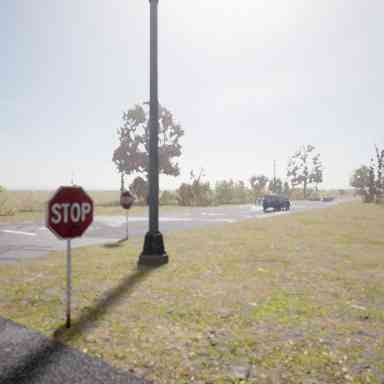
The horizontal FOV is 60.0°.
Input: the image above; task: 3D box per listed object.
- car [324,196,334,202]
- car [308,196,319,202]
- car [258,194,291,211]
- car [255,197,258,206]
[{"bbox_3d":[35.278,1.753,85.538,2.128,1.511,4.902,0,0,34],"label":"car"},{"bbox_3d":[31.707,1.695,86.592,1.882,1.535,5.008,0,0,34],"label":"car"},{"bbox_3d":[11.056,1.364,43.343,2.150,2.045,5.566,0,0,34],"label":"car"},{"bbox_3d":[13.038,1.411,58.851,2.150,2.045,5.566,0,0,34],"label":"car"}]
